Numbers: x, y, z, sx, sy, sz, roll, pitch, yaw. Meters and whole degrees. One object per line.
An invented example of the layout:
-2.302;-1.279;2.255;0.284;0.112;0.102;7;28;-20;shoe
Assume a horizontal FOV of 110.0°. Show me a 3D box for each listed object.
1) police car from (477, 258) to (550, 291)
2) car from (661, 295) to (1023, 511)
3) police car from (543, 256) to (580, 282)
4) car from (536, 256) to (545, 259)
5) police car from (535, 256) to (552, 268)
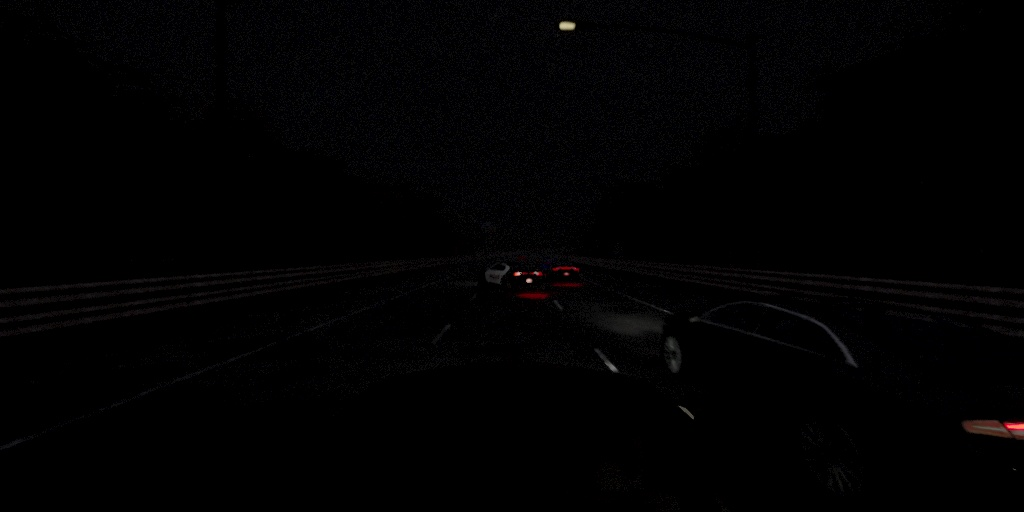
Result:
-0.317;1.060;20.386;2.038;1.542;4.974;1;0;-31;police car
3.500;1.213;4.348;2.128;1.511;4.902;0;1;0;car
3.648;1.000;26.222;2.038;1.542;4.974;0;1;1;police car
3.866;0.859;37.145;1.882;1.535;5.008;0;1;1;car
4.184;0.773;48.066;2.038;1.542;4.974;0;1;2;police car
